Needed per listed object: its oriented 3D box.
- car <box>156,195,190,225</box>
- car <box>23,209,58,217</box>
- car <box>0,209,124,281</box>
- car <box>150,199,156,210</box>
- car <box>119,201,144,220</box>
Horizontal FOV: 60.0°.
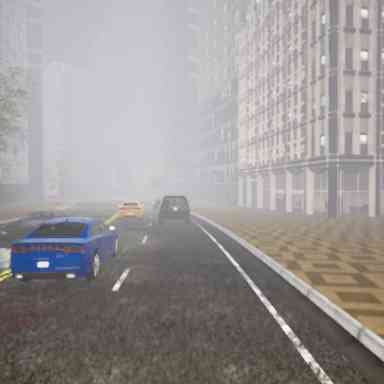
[{"bbox_3d":[-1.382,1.226,24.652,2.150,2.045,5.566,0,0,-6],"label":"car"},{"bbox_3d":[-7.231,1.571,16.286,2.033,1.411,5.357,0,0,-4],"label":"car"},{"bbox_3d":[-3.475,1.487,9.983,1.882,1.535,5.008,0,0,-3],"label":"car"},{"bbox_3d":[-4.113,1.540,42.400,1.812,1.442,4.674,0,0,-11],"label":"car"},{"bbox_3d":[-5.110,1.497,28.264,1.882,1.535,5.008,0,0,-7],"label":"car"}]
